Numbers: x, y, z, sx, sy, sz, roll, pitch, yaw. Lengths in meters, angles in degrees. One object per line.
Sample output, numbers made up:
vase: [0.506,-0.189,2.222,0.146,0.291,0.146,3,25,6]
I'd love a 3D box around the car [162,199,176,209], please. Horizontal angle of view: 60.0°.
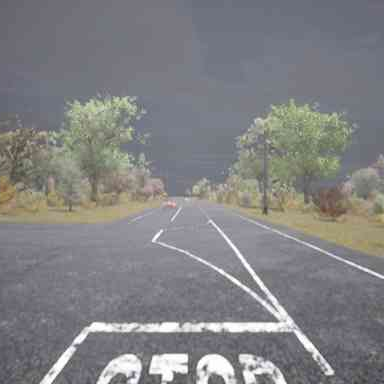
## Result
car: [-3.767,1.936,55.567,2.097,1.767,4.553,0,-1,-1]
